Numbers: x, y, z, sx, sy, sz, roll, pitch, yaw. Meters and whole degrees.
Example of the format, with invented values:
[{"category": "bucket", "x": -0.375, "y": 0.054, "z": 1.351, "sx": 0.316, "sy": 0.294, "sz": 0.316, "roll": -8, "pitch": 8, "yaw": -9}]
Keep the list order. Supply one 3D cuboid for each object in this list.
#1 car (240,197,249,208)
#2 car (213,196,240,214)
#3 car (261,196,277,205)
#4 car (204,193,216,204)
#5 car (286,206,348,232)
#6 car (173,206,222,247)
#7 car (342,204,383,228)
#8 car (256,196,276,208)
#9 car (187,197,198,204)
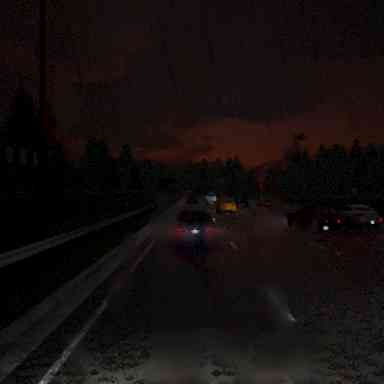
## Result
[{"category": "car", "x": 7.125, "y": 1.490, "z": 48.658, "sx": 2.128, "sy": 1.511, "sz": 4.902, "roll": 0, "pitch": 0, "yaw": 0}, {"category": "car", "x": 3.619, "y": 1.477, "z": 36.053, "sx": 1.882, "sy": 1.535, "sz": 5.008, "roll": 0, "pitch": 0, "yaw": 0}, {"category": "car", "x": 14.132, "y": 1.523, "z": 61.146, "sx": 1.812, "sy": 1.442, "sz": 4.674, "roll": 0, "pitch": 0, "yaw": 0}, {"category": "car", "x": 3.633, "y": 1.217, "z": 65.116, "sx": 2.150, "sy": 2.045, "sz": 5.566, "roll": 0, "pitch": 0, "yaw": 0}, {"category": "car", "x": 7.111, "y": 1.600, "z": 19.871, "sx": 1.895, "sy": 1.301, "sz": 4.718, "roll": 0, "pitch": 0, "yaw": 0}, {"category": "car", "x": 0.110, "y": 1.547, "z": 15.074, "sx": 2.033, "sy": 1.411, "sz": 5.357, "roll": 0, "pitch": 0, "yaw": 0}, {"category": "car", "x": 10.612, "y": 1.524, "z": 21.872, "sx": 1.812, "sy": 1.442, "sz": 4.674, "roll": 0, "pitch": 0, "yaw": 0}, {"category": "car", "x": 10.626, "y": 1.476, "z": 48.846, "sx": 1.882, "sy": 1.535, "sz": 5.008, "roll": 0, "pitch": 0, "yaw": 0}, {"category": "car", "x": 0.132, "y": 1.562, "z": 63.046, "sx": 1.994, "sy": 1.385, "sz": 4.181, "roll": 0, "pitch": 0, "yaw": 0}]
